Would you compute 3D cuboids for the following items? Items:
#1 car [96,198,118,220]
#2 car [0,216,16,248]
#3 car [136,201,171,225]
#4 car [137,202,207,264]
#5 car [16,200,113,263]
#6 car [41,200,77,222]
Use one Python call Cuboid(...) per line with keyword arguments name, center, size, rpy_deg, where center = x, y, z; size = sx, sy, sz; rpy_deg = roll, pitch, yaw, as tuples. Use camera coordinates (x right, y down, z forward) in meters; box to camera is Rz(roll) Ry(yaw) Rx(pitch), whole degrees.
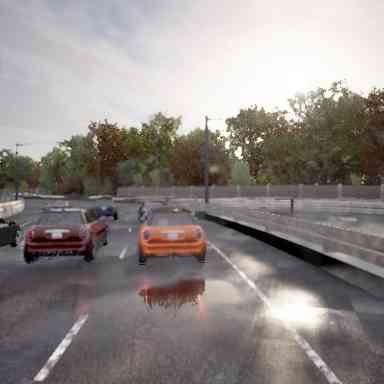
Cuboid(name="car", center=(-7.302, 1.292, 27.672), size=(2.097, 1.767, 4.553), rpy_deg=(0, 0, -14))
Cuboid(name="car", center=(-7.838, 1.497, 12.067), size=(1.837, 1.490, 4.892), rpy_deg=(0, 0, -7))
Cuboid(name="car", center=(-3.026, 1.480, 25.044), size=(2.033, 1.411, 5.357), rpy_deg=(0, 0, -13))
Cuboid(name="car", center=(-0.800, 1.317, 11.983), size=(2.097, 1.767, 4.553), rpy_deg=(0, 0, -7))
Cuboid(name="car", center=(-4.343, 1.329, 12.216), size=(2.097, 1.767, 4.553), rpy_deg=(0, 0, -7))
Cuboid(name="car", center=(-10.818, 1.448, 27.327), size=(2.128, 1.511, 4.902), rpy_deg=(0, 0, -14))
